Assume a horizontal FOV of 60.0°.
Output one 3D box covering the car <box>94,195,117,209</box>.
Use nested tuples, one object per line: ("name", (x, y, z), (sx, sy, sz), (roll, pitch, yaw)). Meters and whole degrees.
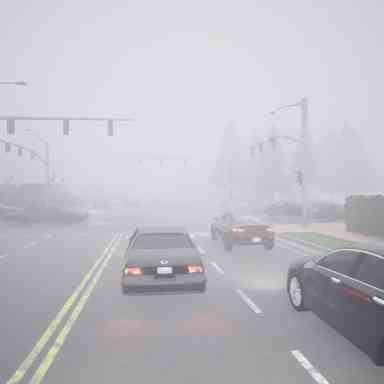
("car", (-12.014, 1.491, 44.872), (2.128, 1.511, 4.902), (0, 0, -4))

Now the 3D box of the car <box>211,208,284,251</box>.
("car", (2.016, 1.526, 14.118), (1.812, 1.442, 4.674), (0, 0, -7))

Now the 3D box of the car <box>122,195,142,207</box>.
("car", (-8.994, 1.526, 50.262), (1.812, 1.442, 4.674), (0, 0, -6))

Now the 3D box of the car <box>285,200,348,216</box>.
("car", (12.086, 1.547, 32.464), (5.357, 1.411, 2.033), (0, 0, -5))

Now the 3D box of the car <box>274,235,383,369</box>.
("car", (2.985, 1.505, 4.923), (1.837, 1.490, 4.892), (0, 0, -5))

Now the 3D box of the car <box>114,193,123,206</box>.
("car", (-12.917, 1.352, 54.031), (2.097, 1.767, 4.553), (0, 0, -6))

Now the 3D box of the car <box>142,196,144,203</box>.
("car", (-9.966, 1.478, 59.437), (1.882, 1.535, 5.008), (0, 0, -6))

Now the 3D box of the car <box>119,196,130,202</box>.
("car", (-15.007, 1.540, 74.110), (2.033, 1.411, 5.357), (0, 0, -6))

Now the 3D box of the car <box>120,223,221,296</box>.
("car", (-0.830, 1.547, 8.858), (2.033, 1.411, 5.357), (0, 0, -7))

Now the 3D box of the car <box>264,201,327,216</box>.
("car", (8.570, 1.491, 28.458), (4.902, 1.511, 2.128), (0, 0, -5))

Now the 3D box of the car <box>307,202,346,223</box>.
("car", (11.214, 1.601, 25.166), (4.718, 1.301, 1.895), (0, 0, -5))

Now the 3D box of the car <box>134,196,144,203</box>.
("car", (-10.995, 1.524, 69.584), (1.812, 1.442, 4.674), (0, 0, -6))

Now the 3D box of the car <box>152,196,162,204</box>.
("car", (-7.001, 1.564, 66.155), (1.994, 1.385, 4.181), (0, 0, -6))

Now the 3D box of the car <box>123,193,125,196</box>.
("car", (-13.911, 1.222, 63.625), (2.150, 2.045, 5.566), (0, 0, -6))

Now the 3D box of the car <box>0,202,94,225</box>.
("car", (-10.038, 1.547, 23.399), (5.357, 1.411, 2.033), (0, 0, -5))
